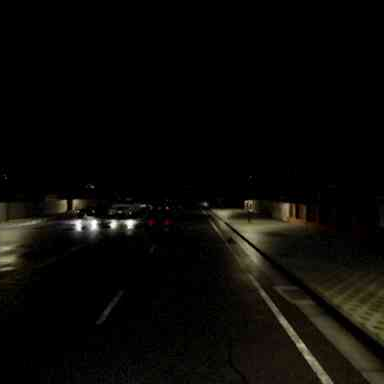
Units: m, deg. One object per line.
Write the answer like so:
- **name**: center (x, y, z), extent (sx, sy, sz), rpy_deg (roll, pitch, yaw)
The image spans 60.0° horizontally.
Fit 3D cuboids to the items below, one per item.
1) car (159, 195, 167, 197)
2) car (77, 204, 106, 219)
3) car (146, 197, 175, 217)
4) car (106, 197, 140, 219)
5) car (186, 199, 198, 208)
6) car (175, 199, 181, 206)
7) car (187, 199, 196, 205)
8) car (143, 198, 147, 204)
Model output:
- **car**: center (-6.598, 1.777, 75.354), extent (2.150, 2.045, 5.566), rpy_deg (0, -1, 0)
- **car**: center (-9.886, 1.903, 33.174), extent (1.895, 1.301, 4.718), rpy_deg (0, -1, 0)
- **car**: center (-3.195, 1.666, 34.987), extent (2.097, 1.767, 4.553), rpy_deg (0, -1, 0)
- **car**: center (-6.636, 1.522, 33.447), extent (2.150, 2.045, 5.566), rpy_deg (0, 0, 0)
- **car**: center (0.026, 2.094, 57.727), extent (1.994, 1.385, 4.181), rpy_deg (0, -1, 0)
- **car**: center (-3.283, 2.186, 70.454), extent (1.812, 1.442, 4.674), rpy_deg (0, -1, 0)
- **car**: center (-0.103, 2.296, 80.010), extent (2.033, 1.411, 5.357), rpy_deg (0, -1, 0)
- **car**: center (-9.847, 2.032, 75.378), extent (1.882, 1.535, 5.008), rpy_deg (0, -1, 0)
